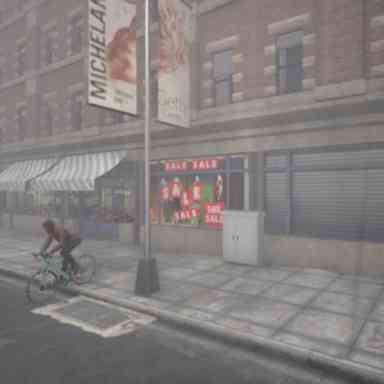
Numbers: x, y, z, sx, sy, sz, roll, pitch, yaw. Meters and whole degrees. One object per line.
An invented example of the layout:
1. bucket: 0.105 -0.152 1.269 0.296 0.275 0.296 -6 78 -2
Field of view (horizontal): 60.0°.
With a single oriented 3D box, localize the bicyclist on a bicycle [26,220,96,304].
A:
1. bicyclist on a bicycle: -2.757 1.361 6.994 0.582 1.620 1.656 0 9 36
